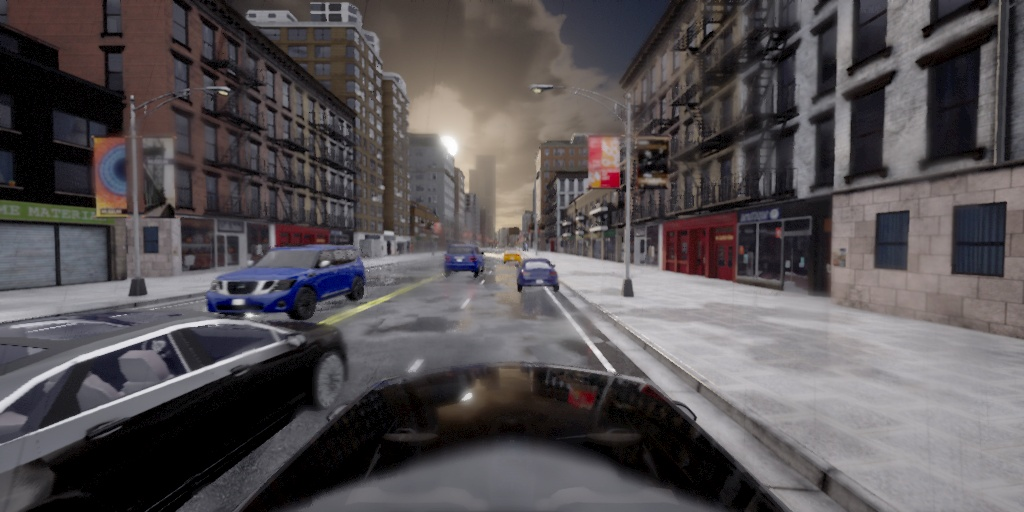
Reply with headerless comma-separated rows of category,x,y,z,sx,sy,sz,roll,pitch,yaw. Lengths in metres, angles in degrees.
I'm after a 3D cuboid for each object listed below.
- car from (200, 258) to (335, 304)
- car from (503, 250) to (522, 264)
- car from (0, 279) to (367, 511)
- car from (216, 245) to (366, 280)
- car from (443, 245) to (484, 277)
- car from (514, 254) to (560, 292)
car,-9.850,0.884,15.203,2.033,1.411,5.357,0,2,0
car,0.044,0.027,40.690,1.882,1.535,5.008,0,2,1
car,-3.150,1.202,2.967,2.128,1.511,4.902,0,2,0
car,-6.600,0.675,11.409,2.150,2.045,5.566,0,2,0
car,-3.149,0.276,24.363,2.150,2.045,5.566,0,2,0
car,1.138,0.809,16.963,1.812,1.442,4.674,0,2,0
